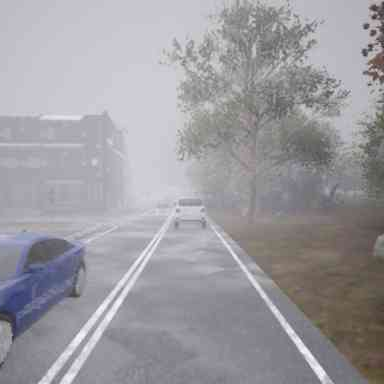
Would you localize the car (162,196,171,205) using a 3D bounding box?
[{"bbox_3d":[-5.057,1.631,66.461,1.837,1.490,4.892,0,1,-3],"label":"car"}]

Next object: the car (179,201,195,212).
[{"bbox_3d":[-0.662,1.826,42.601,1.895,1.301,4.718,0,0,-2],"label":"car"}]

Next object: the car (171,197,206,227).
[{"bbox_3d":[-0.168,1.373,24.220,2.150,2.045,5.566,0,0,-2],"label":"car"}]

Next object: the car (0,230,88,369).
[{"bbox_3d":[-3.369,1.519,5.846,1.882,1.535,5.008,0,0,0],"label":"car"}]

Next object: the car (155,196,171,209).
[{"bbox_3d":[-4.390,1.744,50.437,1.812,1.442,4.674,0,0,-2],"label":"car"}]
